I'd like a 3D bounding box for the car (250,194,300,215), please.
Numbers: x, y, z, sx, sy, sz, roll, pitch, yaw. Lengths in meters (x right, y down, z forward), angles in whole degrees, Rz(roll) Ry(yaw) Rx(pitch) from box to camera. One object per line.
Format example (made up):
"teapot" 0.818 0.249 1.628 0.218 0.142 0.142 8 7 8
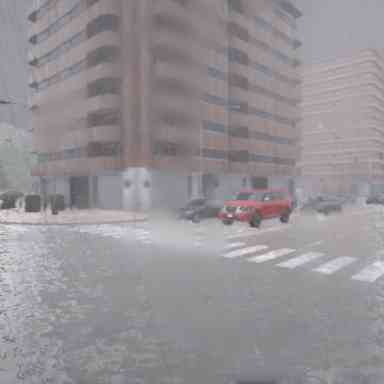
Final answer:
"car" 7.132 0.962 28.329 1.882 1.535 5.008 1 1 43

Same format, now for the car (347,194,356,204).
"car" 17.757 0.851 39.528 1.895 1.301 4.718 1 1 44

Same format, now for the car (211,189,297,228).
"car" 3.897 0.867 19.766 2.150 2.045 5.566 1 1 43

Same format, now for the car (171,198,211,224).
"car" 0.729 1.152 21.533 1.812 1.442 4.674 1 1 43

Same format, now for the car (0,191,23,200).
"car" -32.657 0.525 59.185 1.837 1.490 4.892 -1 1 32

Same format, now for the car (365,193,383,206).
"car" 21.733 0.816 38.615 1.994 1.385 4.181 1 1 44

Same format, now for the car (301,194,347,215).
"car" 10.457 1.063 26.754 1.994 1.385 4.181 1 1 43
